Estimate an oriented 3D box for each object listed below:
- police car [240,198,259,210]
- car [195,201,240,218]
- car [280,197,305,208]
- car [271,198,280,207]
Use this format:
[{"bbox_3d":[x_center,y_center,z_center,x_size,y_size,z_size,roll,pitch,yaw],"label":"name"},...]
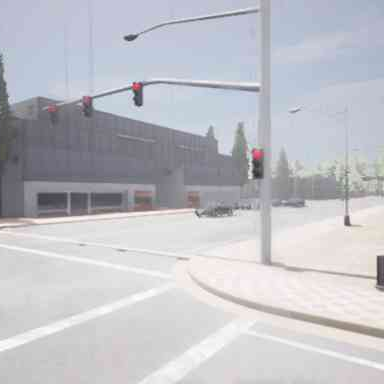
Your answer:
[{"bbox_3d":[7.453,1.613,44.492,2.038,1.542,4.974,0,0,36],"label":"police car"},{"bbox_3d":[2.142,1.581,31.253,2.128,1.511,4.902,0,0,36],"label":"car"},{"bbox_3d":[15.254,1.567,49.388,1.882,1.535,5.008,0,-1,36],"label":"car"},{"bbox_3d":[12.823,1.672,51.989,1.994,1.385,4.181,0,0,36],"label":"car"}]
